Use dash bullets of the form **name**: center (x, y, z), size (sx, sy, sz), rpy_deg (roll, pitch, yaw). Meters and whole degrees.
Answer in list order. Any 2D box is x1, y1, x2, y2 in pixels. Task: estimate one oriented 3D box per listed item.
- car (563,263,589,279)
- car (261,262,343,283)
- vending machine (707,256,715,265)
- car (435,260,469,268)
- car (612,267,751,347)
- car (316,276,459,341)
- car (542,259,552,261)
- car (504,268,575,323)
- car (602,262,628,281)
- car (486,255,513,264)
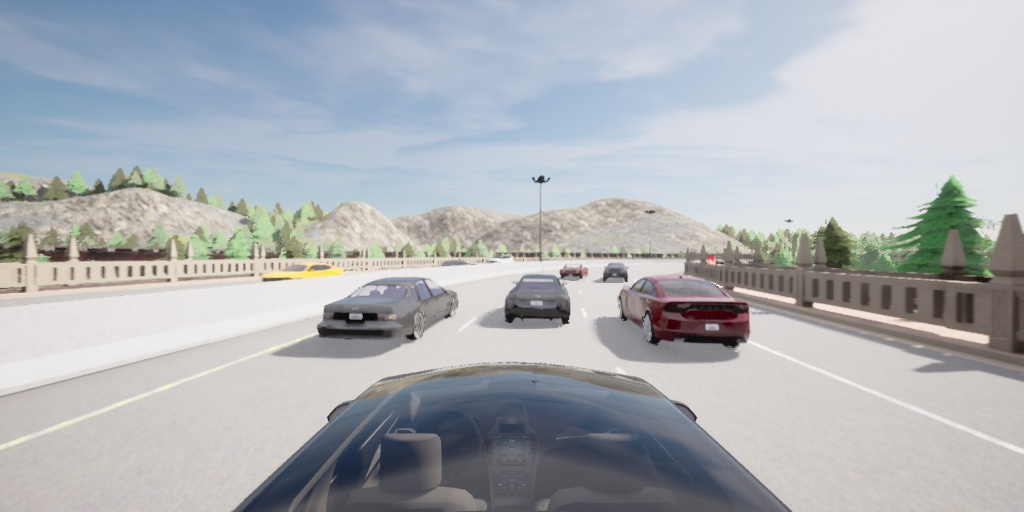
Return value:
- **car**: center (5.540, 1.295, 31.431), size (1.895, 1.301, 4.718), rpy_deg (0, 0, 20)
- **car**: center (-12.012, 1.122, 20.854), size (1.882, 1.535, 5.008), rpy_deg (0, 0, 11)
- **vending machine**: center (25.209, 0.940, 45.481), size (1.100, 2.100, 0.880), rpy_deg (0, 0, 34)
- **car**: center (-5.384, 1.148, 32.397), size (1.837, 1.490, 4.892), rpy_deg (0, 0, 19)
- **car**: center (4.123, 1.226, 9.432), size (1.882, 1.535, 5.008), rpy_deg (0, 0, 5)
- **car**: center (-2.916, 1.263, 9.755), size (2.033, 1.411, 5.357), rpy_deg (0, 0, 6)
- **car**: center (5.700, 1.203, 61.858), size (2.033, 1.411, 5.357), rpy_deg (0, 0, 36)
- **car**: center (0.921, 1.290, 12.077), size (1.994, 1.385, 4.181), rpy_deg (0, 0, 6)
- **car**: center (8.453, 1.240, 29.115), size (1.812, 1.442, 4.674), rpy_deg (0, 0, 18)
- **car**: center (-1.869, 0.816, 56.743), size (2.150, 2.045, 5.566), rpy_deg (0, 0, 31)
